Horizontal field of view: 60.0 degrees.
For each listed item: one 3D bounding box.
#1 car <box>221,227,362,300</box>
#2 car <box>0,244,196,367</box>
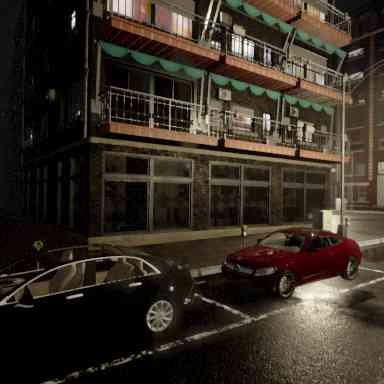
[{"bbox_3d":[2.650,1.585,8.393,4.206,1.307,1.802,0,1,-35],"label":"car"},{"bbox_3d":[-1.978,1.551,5.090,4.403,1.369,2.008,0,1,-35],"label":"car"}]
